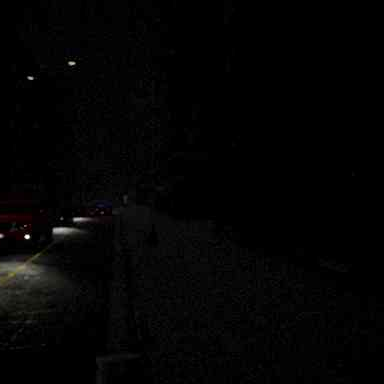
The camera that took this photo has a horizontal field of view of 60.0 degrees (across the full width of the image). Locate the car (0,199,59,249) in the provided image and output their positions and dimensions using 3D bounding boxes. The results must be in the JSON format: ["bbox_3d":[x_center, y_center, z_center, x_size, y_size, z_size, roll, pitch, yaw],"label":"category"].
[{"bbox_3d":[-7.971,1.364,15.474,2.150,2.045,5.566,0,-1,-13],"label":"car"}]

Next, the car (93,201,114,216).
[{"bbox_3d":[-9.912,1.959,37.248,1.895,1.301,4.718,0,-1,-12],"label":"car"}]

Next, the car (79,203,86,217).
[{"bbox_3d":[-12.405,1.879,35.333,2.033,1.411,5.357,0,-1,-12],"label":"car"}]

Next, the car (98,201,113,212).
[{"bbox_3d":[-12.197,1.986,47.176,1.812,1.442,4.674,0,-1,-13],"label":"car"}]

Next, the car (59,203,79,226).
[{"bbox_3d":[-10.222,1.785,25.472,2.033,1.411,5.357,0,-1,-13],"label":"car"}]
